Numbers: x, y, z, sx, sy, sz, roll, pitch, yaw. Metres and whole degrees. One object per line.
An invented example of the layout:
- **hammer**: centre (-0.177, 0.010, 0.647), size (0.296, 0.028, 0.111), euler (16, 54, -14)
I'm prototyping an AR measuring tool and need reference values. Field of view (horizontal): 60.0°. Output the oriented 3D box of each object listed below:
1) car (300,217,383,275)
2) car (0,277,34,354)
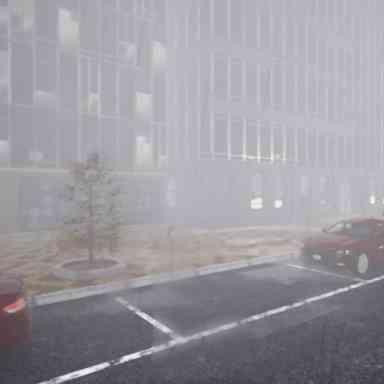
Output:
- **car**: centre (5.202, 1.503, 10.267), size (4.507, 1.381, 1.887), euler (0, 0, -36)
- **car**: centre (-4.067, 1.588, 3.656), size (4.206, 1.307, 1.802), euler (0, 0, -35)
